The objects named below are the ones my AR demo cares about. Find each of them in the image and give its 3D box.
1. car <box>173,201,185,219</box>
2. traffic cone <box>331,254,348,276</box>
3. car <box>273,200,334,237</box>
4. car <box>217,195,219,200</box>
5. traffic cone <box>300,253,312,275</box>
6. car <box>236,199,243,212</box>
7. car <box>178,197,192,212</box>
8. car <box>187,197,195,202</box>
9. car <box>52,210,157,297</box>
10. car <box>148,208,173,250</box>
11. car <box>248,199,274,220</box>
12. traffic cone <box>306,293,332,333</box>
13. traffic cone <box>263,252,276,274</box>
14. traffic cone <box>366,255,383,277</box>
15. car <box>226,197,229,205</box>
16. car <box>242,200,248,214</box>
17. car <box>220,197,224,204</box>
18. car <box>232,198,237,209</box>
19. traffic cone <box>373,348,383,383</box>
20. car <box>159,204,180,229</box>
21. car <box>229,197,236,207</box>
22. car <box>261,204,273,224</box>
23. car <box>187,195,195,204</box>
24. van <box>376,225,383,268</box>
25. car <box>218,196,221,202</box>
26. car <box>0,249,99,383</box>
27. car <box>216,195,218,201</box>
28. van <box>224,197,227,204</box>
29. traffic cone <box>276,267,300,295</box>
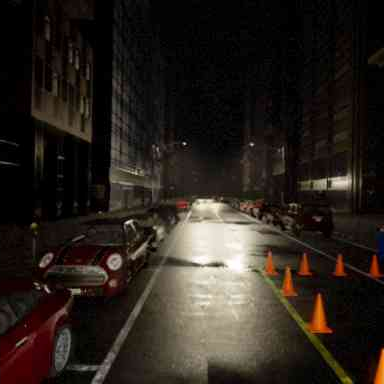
[{"bbox_3d":[-1.819,1.650,25.313,1.947,1.339,4.313,1,0,1],"label":"car"},{"bbox_3d":[4.258,2.078,9.595,0.340,0.580,0.340,1,0,1],"label":"traffic cone"},{"bbox_3d":[6.561,1.527,19.506,2.192,1.841,5.009,1,0,1],"label":"car"},{"bbox_3d":[8.300,2.024,86.703,1.967,1.590,4.097,1,0,1],"label":"car"},{"bbox_3d":[3.258,2.060,9.621,0.340,0.580,0.340,1,0,1],"label":"traffic cone"},{"bbox_3d":[7.140,1.774,41.904,1.967,1.590,4.097,1,0,1],"label":"car"},{"bbox_3d":[-1.383,1.721,42.114,1.887,1.381,4.507,1,0,1],"label":"car"},{"bbox_3d":[-0.222,1.971,86.915,1.887,1.381,4.507,1,0,1],"label":"car"},{"bbox_3d":[-2.252,1.437,8.514,1.967,1.590,4.097,1,0,1],"label":"car"},{"bbox_3d":[-2.109,1.576,14.114,2.008,1.369,4.403,1,0,1],"label":"car"},{"bbox_3d":[6.851,1.587,30.705,2.192,1.841,5.009,1,0,1],"label":"car"},{"bbox_3d":[2.155,2.021,5.648,0.340,0.580,0.340,1,0,1],"label":"traffic cone"},{"bbox_3d":[2.259,2.042,9.646,0.340,0.580,0.340,1,0,1],"label":"traffic cone"},{"bbox_3d":[5.257,2.097,9.569,0.340,0.580,0.340,1,0,1],"label":"traffic cone"},{"bbox_3d":[7.573,2.009,58.703,1.802,1.307,4.206,1,0,1],"label":"car"},{"bbox_3d":[6.993,1.869,36.304,1.947,1.339,4.313,1,0,1],"label":"car"},{"bbox_3d":[8.009,2.066,75.502,1.887,1.381,4.507,1,0,1],"label":"car"},{"bbox_3d":[7.283,1.931,47.503,1.947,1.339,4.313,1,0,1],"label":"car"},{"bbox_3d":[2.104,2.011,3.648,0.340,0.580,0.340,1,0,1],"label":"traffic cone"},{"bbox_3d":[-1.964,1.620,19.713,1.947,1.339,4.313,1,0,1],"label":"car"},{"bbox_3d":[7.430,1.836,53.104,1.967,1.590,4.097,1,0,1],"label":"car"},{"bbox_3d":[6.702,1.824,25.105,1.802,1.307,4.206,1,0,1],"label":"car"},{"bbox_3d":[-0.946,1.710,58.915,1.967,1.590,4.097,1,0,1],"label":"car"},{"bbox_3d":[6.271,1.496,8.307,1.690,1.788,3.998,1,0,1],"label":"van"},{"bbox_3d":[8.154,2.097,81.103,1.887,1.381,4.507,1,0,1],"label":"car"},{"bbox_3d":[-2.399,1.551,2.913,1.802,1.307,4.206,1,0,1],"label":"car"},{"bbox_3d":[8.448,2.141,92.472,1.752,1.417,4.829,1,0,1],"label":"car"},{"bbox_3d":[7.721,1.800,64.304,1.690,1.788,3.998,1,0,1],"label":"van"},{"bbox_3d":[2.207,2.031,7.647,0.340,0.580,0.340,1,0,1],"label":"traffic cone"}]
